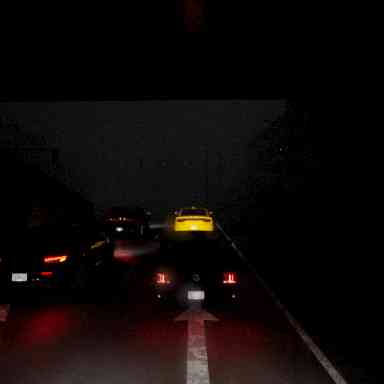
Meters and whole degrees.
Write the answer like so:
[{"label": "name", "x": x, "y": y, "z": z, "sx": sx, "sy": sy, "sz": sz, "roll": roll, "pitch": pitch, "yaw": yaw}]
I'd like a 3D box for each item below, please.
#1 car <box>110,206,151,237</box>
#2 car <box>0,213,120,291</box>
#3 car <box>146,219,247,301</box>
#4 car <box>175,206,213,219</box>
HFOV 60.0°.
[{"label": "car", "x": -3.413, "y": 1.505, "z": 18.051, "sx": 1.837, "sy": 1.490, "sz": 4.892, "roll": 0, "pitch": 0, "yaw": 0}, {"label": "car", "x": -3.418, "y": 1.526, "z": 8.893, "sx": 1.812, "sy": 1.442, "sz": 4.674, "roll": 0, "pitch": 0, "yaw": 0}, {"label": "car", "x": 0.086, "y": 1.601, "z": 8.301, "sx": 1.895, "sy": 1.301, "sz": 4.718, "roll": 0, "pitch": 0, "yaw": 0}, {"label": "car", "x": 0.088, "y": 1.477, "z": 17.644, "sx": 1.882, "sy": 1.535, "sz": 5.008, "roll": 0, "pitch": 0, "yaw": 0}]
